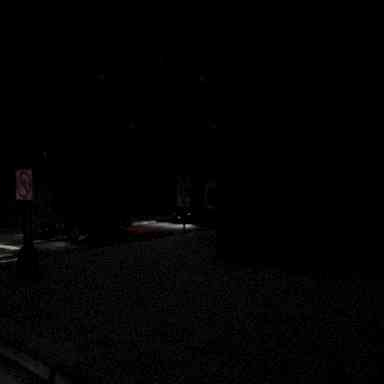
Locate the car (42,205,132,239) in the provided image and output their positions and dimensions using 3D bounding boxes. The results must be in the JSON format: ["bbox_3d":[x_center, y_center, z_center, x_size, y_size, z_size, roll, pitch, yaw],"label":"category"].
[{"bbox_3d":[-5.468,1.515,17.905,1.882,1.535,5.008,0,0,35],"label":"car"}]

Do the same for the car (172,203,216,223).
[{"bbox_3d":[0.418,1.582,26.159,1.812,1.442,4.674,0,0,36],"label":"car"}]
